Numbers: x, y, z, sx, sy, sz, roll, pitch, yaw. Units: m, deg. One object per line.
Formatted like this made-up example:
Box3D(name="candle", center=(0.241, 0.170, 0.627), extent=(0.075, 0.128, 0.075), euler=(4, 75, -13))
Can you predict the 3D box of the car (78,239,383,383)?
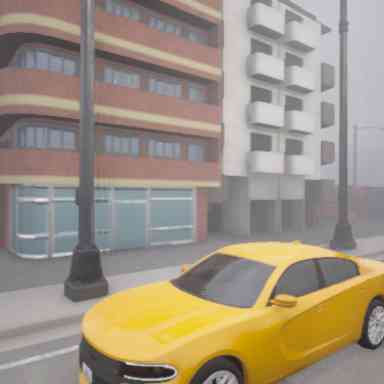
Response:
Box3D(name="car", center=(0.991, 1.510, 4.737), extent=(5.008, 1.535, 1.882), euler=(0, 0, -36))
